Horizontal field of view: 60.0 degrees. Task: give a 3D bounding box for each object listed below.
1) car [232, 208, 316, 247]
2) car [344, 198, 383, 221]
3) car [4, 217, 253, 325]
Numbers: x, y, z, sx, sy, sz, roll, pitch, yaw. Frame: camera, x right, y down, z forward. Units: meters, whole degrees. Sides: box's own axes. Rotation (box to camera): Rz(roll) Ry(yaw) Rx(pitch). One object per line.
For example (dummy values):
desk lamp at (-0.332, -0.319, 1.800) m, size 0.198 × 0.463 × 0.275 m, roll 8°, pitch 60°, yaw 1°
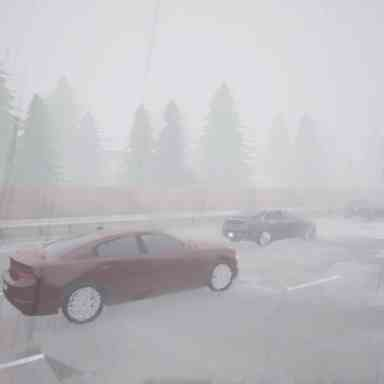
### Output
car at (3.545, 1.477, 14.879) m, size 4.892 × 1.490 × 1.837 m, roll 0°, pitch 0°, yaw -36°
car at (14.265, 1.290, 26.818) m, size 4.553 × 1.767 × 2.097 m, roll -1°, pitch 0°, yaw -37°
car at (-1.188, 1.470, 7.200) m, size 5.008 × 1.535 × 1.882 m, roll 0°, pitch 0°, yaw -36°
